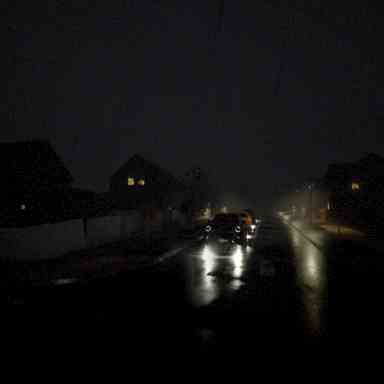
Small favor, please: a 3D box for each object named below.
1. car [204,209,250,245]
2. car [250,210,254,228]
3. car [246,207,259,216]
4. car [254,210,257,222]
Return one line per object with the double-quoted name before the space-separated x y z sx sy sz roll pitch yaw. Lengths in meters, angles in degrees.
"car" 2.042 2.012 19.406 2.097 1.767 4.553 -1 -2 13
"car" 4.154 2.443 28.895 1.882 1.535 5.008 -1 -2 12
"car" 9.711 3.049 53.494 1.895 1.301 4.718 -1 -2 13
"car" 6.316 2.763 38.620 1.882 1.535 5.008 -1 -2 13
